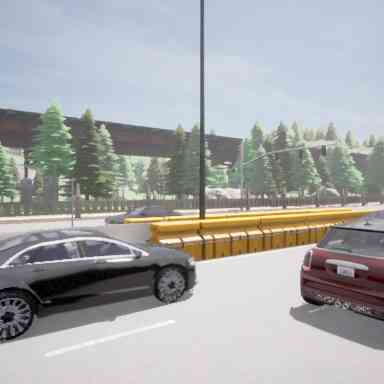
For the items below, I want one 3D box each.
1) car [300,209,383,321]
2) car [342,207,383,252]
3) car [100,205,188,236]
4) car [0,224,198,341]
[{"bbox_3d":[4.310,1.352,6.825,4.553,1.767,2.097,0,0,-36],"label":"car"},{"bbox_3d":[8.847,1.492,14.362,4.902,1.511,2.128,0,0,-36],"label":"car"},{"bbox_3d":[-2.686,1.526,19.167,4.674,1.442,1.812,0,0,-35],"label":"car"},{"bbox_3d":[-2.136,1.492,6.524,4.902,1.511,2.128,0,0,-35],"label":"car"}]
